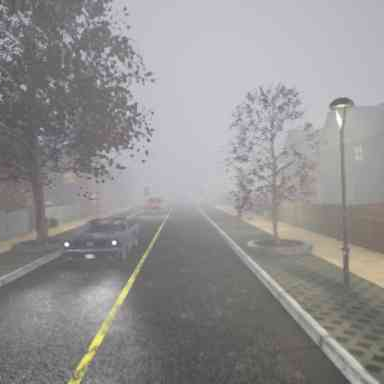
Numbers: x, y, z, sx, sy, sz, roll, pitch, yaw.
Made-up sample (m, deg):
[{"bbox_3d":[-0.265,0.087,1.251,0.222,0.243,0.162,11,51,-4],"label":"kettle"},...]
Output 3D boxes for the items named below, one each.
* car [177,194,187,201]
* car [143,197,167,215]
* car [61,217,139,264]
[{"bbox_3d":[-2.085,1.129,69.053,1.812,1.442,4.674,-2,0,-2],"label":"car"},{"bbox_3d":[-3.770,1.321,34.260,2.097,1.767,4.553,-2,0,-1],"label":"car"},{"bbox_3d":[-3.160,1.646,12.289,1.895,1.301,4.718,-2,0,-2],"label":"car"}]
